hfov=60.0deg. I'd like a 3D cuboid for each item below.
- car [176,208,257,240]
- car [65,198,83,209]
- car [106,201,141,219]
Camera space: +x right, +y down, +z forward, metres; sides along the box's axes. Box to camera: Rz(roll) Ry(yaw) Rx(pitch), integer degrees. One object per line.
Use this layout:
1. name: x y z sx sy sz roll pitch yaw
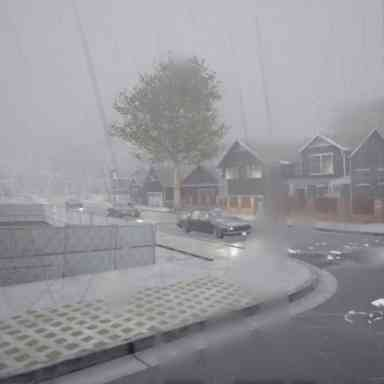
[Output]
1. car: 1.081 1.623 18.275 2.033 1.411 5.357 -3 2 -33
2. car: -17.345 1.621 48.688 2.033 1.411 5.357 -3 1 -29
3. car: -6.194 1.568 29.587 1.837 1.490 4.892 -3 2 -32
